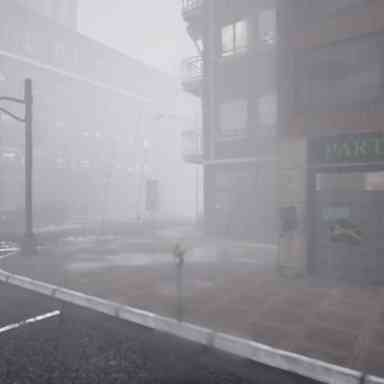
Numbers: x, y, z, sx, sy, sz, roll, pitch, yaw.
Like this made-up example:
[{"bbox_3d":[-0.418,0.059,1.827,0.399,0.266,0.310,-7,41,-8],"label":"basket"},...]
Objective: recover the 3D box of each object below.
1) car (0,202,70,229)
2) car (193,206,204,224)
[{"bbox_3d":[-11.390,1.639,24.235,2.192,1.841,5.009,-2,-2,35],"label":"car"},{"bbox_3d":[2.001,2.071,28.812,1.802,1.307,4.206,-2,-2,35],"label":"car"}]
